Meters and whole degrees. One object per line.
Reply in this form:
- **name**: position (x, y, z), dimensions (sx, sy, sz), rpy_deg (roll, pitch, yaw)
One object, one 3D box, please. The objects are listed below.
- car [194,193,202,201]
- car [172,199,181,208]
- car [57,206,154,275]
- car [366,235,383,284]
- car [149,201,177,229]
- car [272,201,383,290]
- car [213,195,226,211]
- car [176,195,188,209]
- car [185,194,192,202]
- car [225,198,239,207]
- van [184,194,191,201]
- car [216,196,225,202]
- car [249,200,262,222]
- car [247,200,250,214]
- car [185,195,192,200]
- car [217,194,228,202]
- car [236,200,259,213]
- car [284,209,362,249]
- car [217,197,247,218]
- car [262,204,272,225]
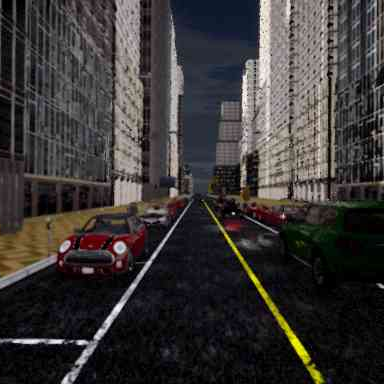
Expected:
- **car**: position (1.542, 1.270, 87.485), dimensions (2.150, 2.045, 5.566), rpy_deg (1, 0, 1)
- **car**: position (-2.223, 1.527, 27.282), dimensions (1.887, 1.381, 4.507), rpy_deg (1, 0, 1)
- **car**: position (-2.527, 1.417, 10.218), dimensions (1.967, 1.590, 4.097), rpy_deg (1, 0, 1)
- **car**: position (3.932, 1.544, 3.271), dimensions (1.837, 1.490, 4.892), rpy_deg (1, 0, 1)
- **car**: position (-2.325, 1.531, 21.594), dimensions (2.008, 1.369, 4.403), rpy_deg (1, 0, 1)
- **car**: position (4.043, 1.266, 9.300), dimensions (2.150, 2.045, 5.566), rpy_deg (1, 0, 1)
- **car**: position (3.736, 1.551, 41.902), dimensions (1.837, 1.490, 4.892), rpy_deg (1, 0, 1)
- **car**: position (-1.917, 1.535, 44.347), dimensions (1.887, 1.381, 4.507), rpy_deg (1, 0, 1)
- **car**: position (-1.307, 1.563, 78.476), dimensions (2.008, 1.369, 4.403), rpy_deg (1, 0, 1)
- **car**: position (6.664, 1.645, 55.550), dimensions (1.947, 1.339, 4.313), rpy_deg (1, 0, 1)
- **van**: position (-1.201, 1.359, 84.164), dimensions (1.690, 1.788, 3.998), rpy_deg (1, 0, 1)
- **car**: position (7.174, 1.644, 83.990), dimensions (1.887, 1.381, 4.507), rpy_deg (1, 0, 1)
- **car**: position (6.155, 1.609, 27.110), dimensions (1.887, 1.381, 4.507), rpy_deg (1, 0, 1)
- **car**: position (6.257, 1.648, 32.798), dimensions (1.802, 1.307, 4.206), rpy_deg (1, 0, 1)
- **car**: position (-1.001, 1.579, 95.541), dimensions (2.008, 1.369, 4.403), rpy_deg (1, 0, 1)
- **car**: position (7.075, 1.410, 78.302), dimensions (2.192, 1.841, 5.009), rpy_deg (1, 0, 1)
- **car**: position (6.359, 1.620, 38.486), dimensions (2.008, 1.369, 4.403), rpy_deg (1, 0, 1)
- **car**: position (5.951, 1.611, 15.734), dimensions (2.008, 1.369, 4.403), rpy_deg (1, 0, 1)
- **car**: position (3.540, 1.545, 30.338), dimensions (1.837, 1.490, 4.892), rpy_deg (1, 0, 1)
- **car**: position (6.055, 1.502, 21.421), dimensions (1.967, 1.590, 4.097), rpy_deg (1, 0, 1)
